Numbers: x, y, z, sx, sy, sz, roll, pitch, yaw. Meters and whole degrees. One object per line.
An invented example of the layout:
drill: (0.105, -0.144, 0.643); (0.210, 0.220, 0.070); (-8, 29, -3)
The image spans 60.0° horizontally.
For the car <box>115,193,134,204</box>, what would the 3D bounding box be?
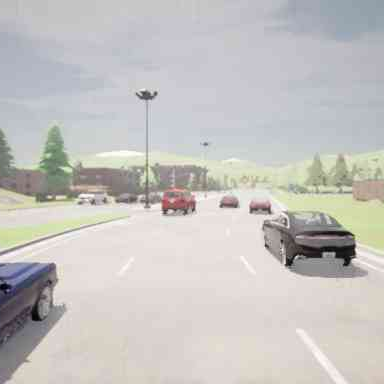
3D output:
car: (-9.292, 0.921, 47.368); (1.882, 1.535, 5.008); (0, 1, 12)

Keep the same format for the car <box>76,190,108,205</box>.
car: (-13.380, 0.706, 45.029); (2.150, 2.045, 5.566); (0, 0, 12)

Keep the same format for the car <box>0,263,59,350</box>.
car: (-3.301, 1.557, 4.081); (1.895, 1.301, 4.718); (0, 1, -3)

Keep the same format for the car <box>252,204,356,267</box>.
car: (3.526, 1.349, 10.842); (2.128, 1.511, 4.902); (0, 1, 1)

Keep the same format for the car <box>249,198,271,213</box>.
car: (6.312, 1.208, 30.793); (1.895, 1.301, 4.718); (0, 1, 12)

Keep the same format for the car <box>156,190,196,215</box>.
car: (-1.082, 0.862, 29.499); (2.150, 2.045, 5.566); (0, 1, 11)

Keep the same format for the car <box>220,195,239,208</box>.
car: (4.438, 1.075, 38.962); (1.994, 1.385, 4.181); (0, 1, 12)

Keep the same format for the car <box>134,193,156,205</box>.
car: (-5.840, 0.934, 46.774); (2.128, 1.511, 4.902); (0, 1, 12)
